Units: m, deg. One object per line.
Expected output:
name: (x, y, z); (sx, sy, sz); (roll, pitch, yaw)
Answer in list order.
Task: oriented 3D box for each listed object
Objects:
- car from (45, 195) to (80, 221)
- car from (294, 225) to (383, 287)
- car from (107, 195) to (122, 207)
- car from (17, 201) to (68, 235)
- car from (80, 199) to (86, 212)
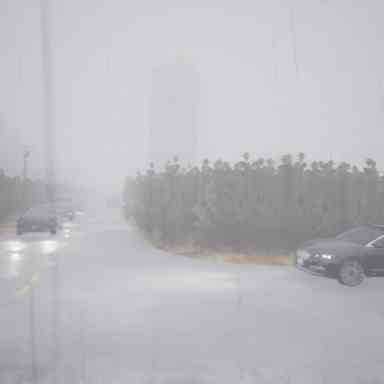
car: (-11.170, 1.289, 28.495); (2.150, 2.045, 5.566); (1, -1, -15)
car: (5.445, 1.721, 9.557); (4.902, 1.511, 2.128); (1, -1, -7)
car: (-14.006, 1.576, 60.192); (2.150, 2.045, 5.566); (1, -1, -6)
car: (-8.507, 1.499, 18.979); (1.882, 1.535, 5.008); (1, -1, -15)
car: (-14.353, 1.614, 41.174); (1.882, 1.535, 5.008); (1, -1, -12)
